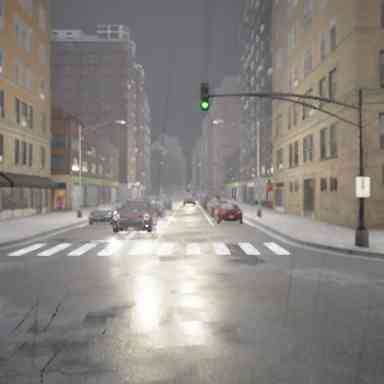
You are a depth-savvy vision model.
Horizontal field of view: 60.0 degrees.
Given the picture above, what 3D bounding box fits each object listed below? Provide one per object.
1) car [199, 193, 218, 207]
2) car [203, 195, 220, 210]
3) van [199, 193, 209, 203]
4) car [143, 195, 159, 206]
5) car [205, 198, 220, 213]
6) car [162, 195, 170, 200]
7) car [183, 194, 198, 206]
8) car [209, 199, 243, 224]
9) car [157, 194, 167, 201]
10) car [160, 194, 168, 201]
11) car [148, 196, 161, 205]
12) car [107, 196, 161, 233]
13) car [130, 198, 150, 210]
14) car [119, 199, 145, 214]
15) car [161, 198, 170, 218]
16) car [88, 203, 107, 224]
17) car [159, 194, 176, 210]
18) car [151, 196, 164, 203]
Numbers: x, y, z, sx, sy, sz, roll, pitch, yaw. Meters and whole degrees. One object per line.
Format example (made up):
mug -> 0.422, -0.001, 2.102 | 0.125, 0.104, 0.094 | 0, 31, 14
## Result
car -> 2.346, 1.140, 40.148 | 2.192, 1.841, 5.009 | 0, 0, -1
car -> 2.400, 1.371, 34.812 | 1.752, 1.417, 4.829 | 0, 0, -1
van -> 2.121, 1.100, 62.176 | 1.690, 1.788, 3.998 | 0, 0, -1
car -> -6.291, 1.267, 51.084 | 1.967, 1.590, 4.097 | 0, 0, -1
car -> 2.459, 1.436, 29.136 | 1.947, 1.339, 4.313 | 0, 0, -1
car -> -6.628, 1.337, 84.135 | 1.802, 1.307, 4.206 | 0, 0, -1
car -> -0.437, 1.401, 51.123 | 1.895, 1.301, 4.718 | 0, 0, -1
car -> 2.514, 1.440, 23.629 | 1.887, 1.381, 4.507 | 0, 0, -1
car -> -6.516, 1.215, 73.117 | 1.967, 1.590, 4.097 | 0, 0, -1
car -> -6.570, 1.290, 78.456 | 1.752, 1.417, 4.829 | 0, 0, -1
car -> -6.347, 1.393, 56.592 | 1.802, 1.307, 4.206 | 0, 0, -1
car -> -3.195, 1.294, 19.307 | 2.097, 1.767, 4.553 | 0, 0, -1
car -> -6.179, 1.446, 40.069 | 1.802, 1.307, 4.206 | 0, 0, -1
car -> -6.123, 1.430, 34.561 | 1.887, 1.381, 4.507 | 0, 0, -1
car -> -3.293, 1.497, 29.148 | 1.895, 1.301, 4.718 | 0, 0, 0
car -> -6.010, 1.484, 23.546 | 2.008, 1.369, 4.403 | 0, 0, -1
car -> -3.330, 1.330, 39.615 | 1.882, 1.535, 5.008 | 0, 0, 0
car -> -6.404, 1.363, 62.100 | 1.947, 1.339, 4.313 | 0, 0, -1
